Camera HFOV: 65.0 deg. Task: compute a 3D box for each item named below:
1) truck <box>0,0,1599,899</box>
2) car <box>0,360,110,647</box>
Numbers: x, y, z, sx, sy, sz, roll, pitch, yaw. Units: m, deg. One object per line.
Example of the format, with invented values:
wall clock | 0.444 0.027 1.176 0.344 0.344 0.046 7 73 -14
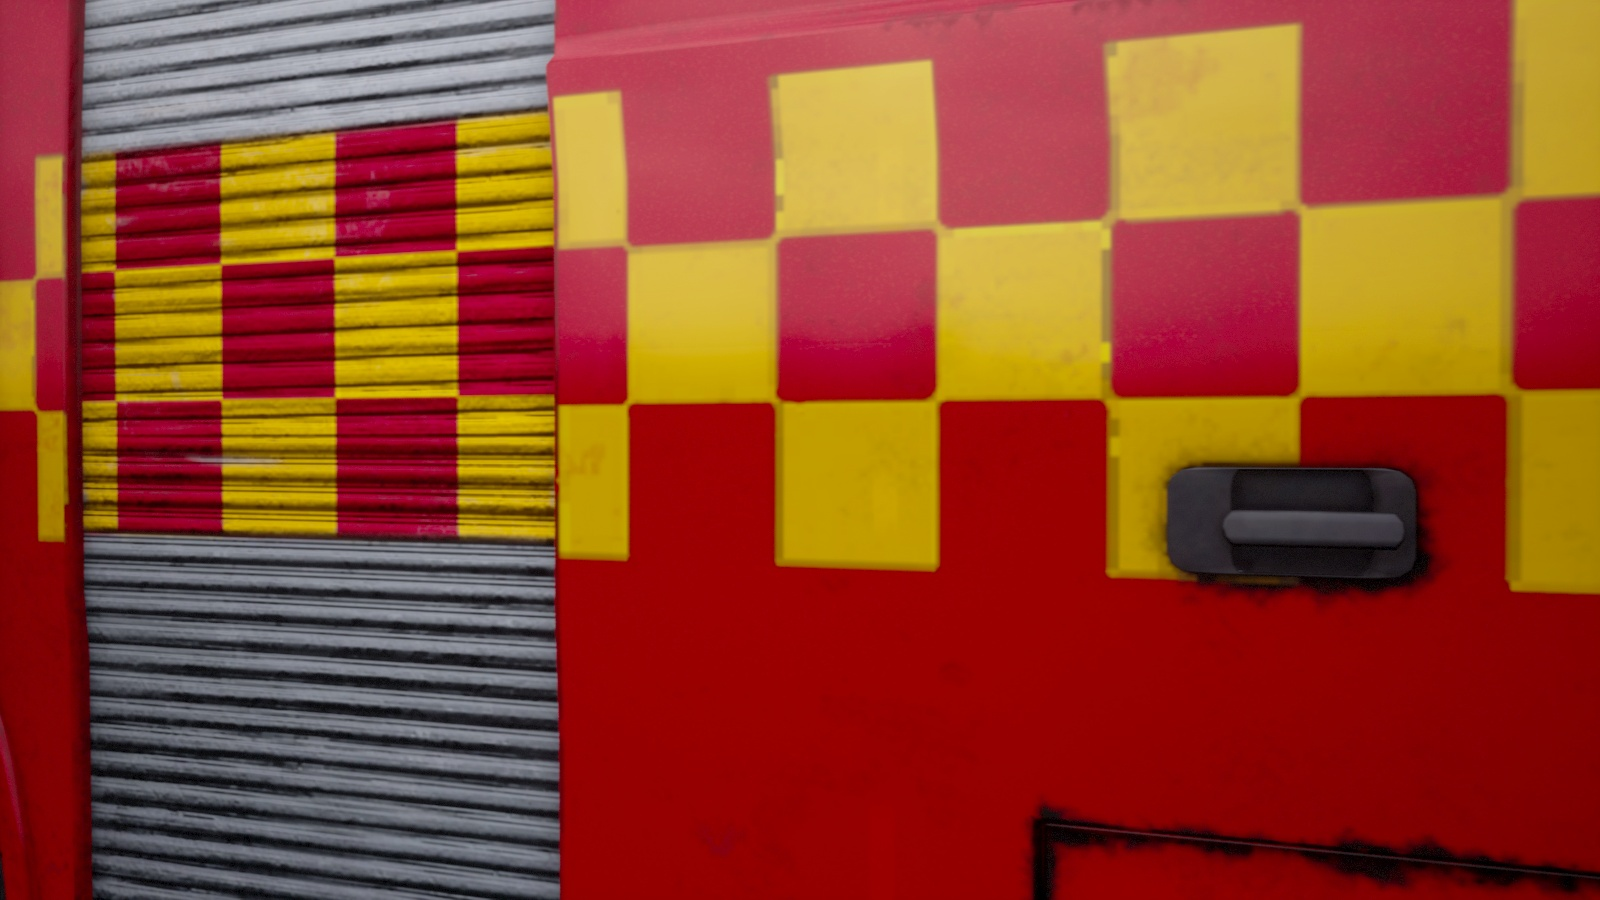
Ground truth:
truck | 1.065 -0.379 2.818 8.468 3.827 2.891 1 1 19
car | -8.370 0.359 9.688 5.566 2.045 2.150 1 1 19
